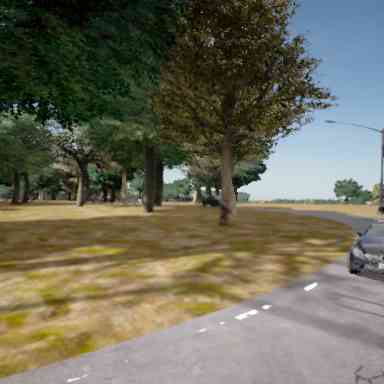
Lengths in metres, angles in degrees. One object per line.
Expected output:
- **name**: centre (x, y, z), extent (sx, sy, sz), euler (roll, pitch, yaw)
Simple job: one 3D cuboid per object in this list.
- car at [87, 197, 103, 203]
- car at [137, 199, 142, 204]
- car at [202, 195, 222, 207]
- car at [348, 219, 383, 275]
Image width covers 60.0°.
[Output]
- **car**: centre (-24.478, 2.011, 83.605), extent (4.902, 1.511, 2.128), euler (0, -2, 36)
- **car**: centre (-10.106, 1.941, 74.481), extent (4.674, 1.442, 1.812), euler (0, -2, 31)
- **car**: centre (4.214, 1.645, 60.204), extent (2.150, 2.045, 5.566), euler (3, -3, -41)
- **car**: centre (6.163, 1.592, 10.087), extent (1.812, 1.442, 4.674), euler (1, 0, 36)
